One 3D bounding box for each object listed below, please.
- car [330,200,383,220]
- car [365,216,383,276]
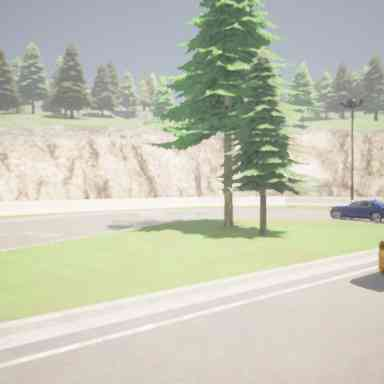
[{"bbox_3d":[12.526,1.309,24.196,1.882,1.535,5.008,1,0,-30],"label":"car"},{"bbox_3d":[6.658,1.409,8.370,5.008,1.535,1.882,0,0,-35],"label":"car"}]
